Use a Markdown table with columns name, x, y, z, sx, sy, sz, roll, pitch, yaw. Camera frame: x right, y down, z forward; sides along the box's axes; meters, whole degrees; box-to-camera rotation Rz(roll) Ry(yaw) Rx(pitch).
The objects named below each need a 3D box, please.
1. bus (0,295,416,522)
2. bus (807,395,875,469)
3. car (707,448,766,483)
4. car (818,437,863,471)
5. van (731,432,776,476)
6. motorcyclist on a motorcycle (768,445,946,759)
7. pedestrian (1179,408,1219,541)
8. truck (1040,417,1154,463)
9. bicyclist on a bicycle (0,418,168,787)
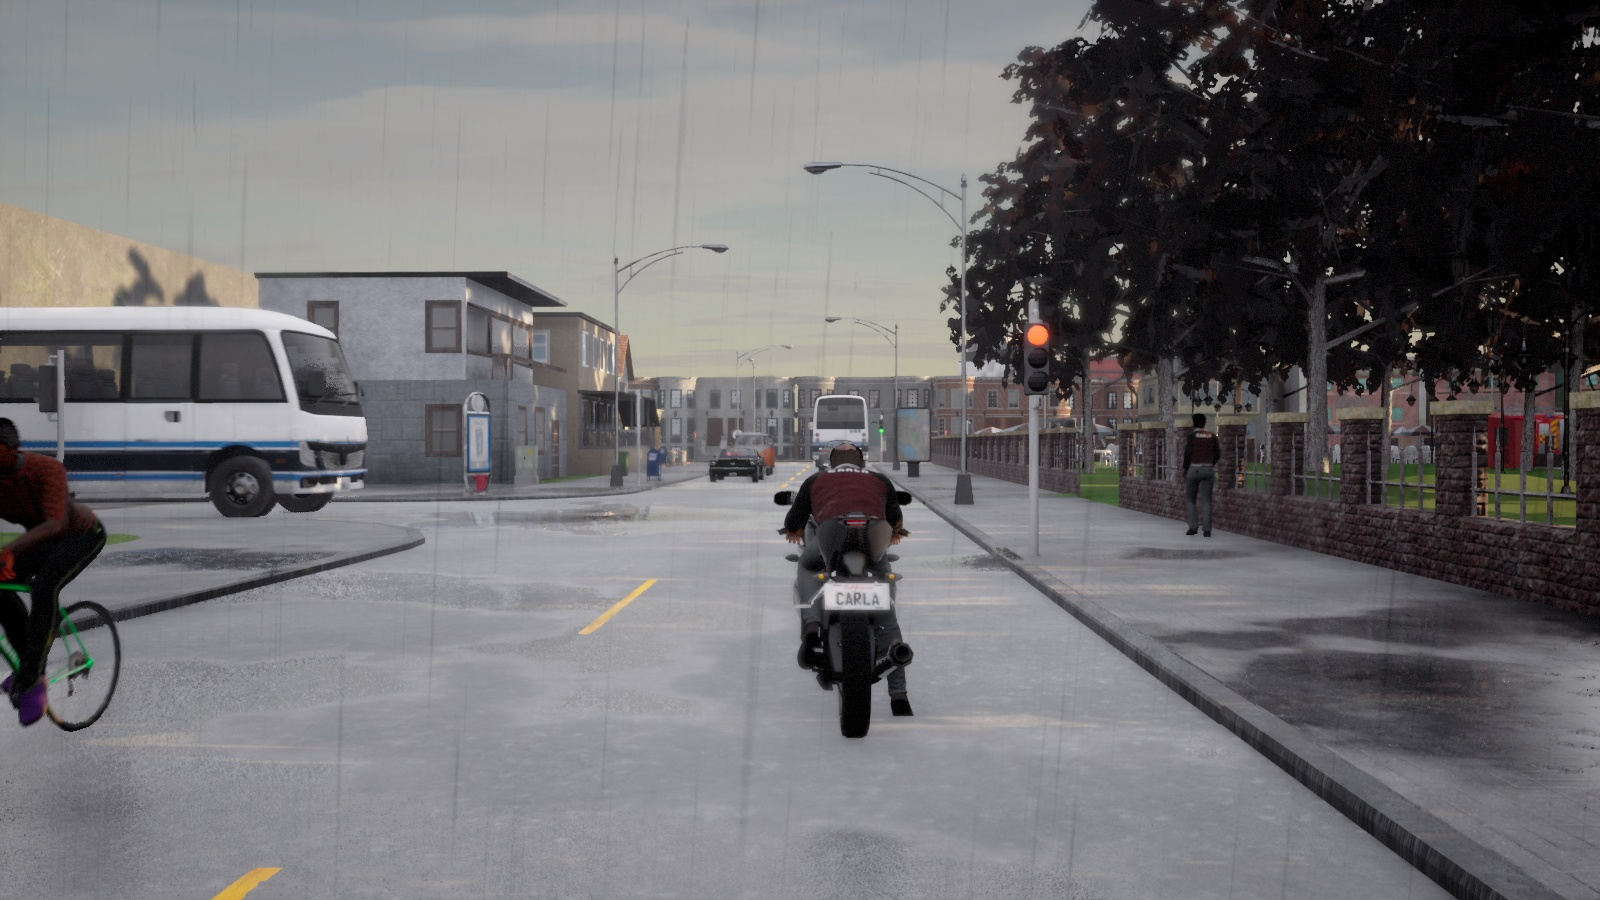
| name | x | y | z | sx | sy | sz | roll | pitch | yaw |
| --- | --- | --- | --- | --- | --- | --- | --- | --- | --- |
| bus | -13.614 | -0.786 | 25.696 | 10.273 | 4.253 | 3.944 | 0 | 0 | 2 |
| bus | 2.495 | -1.068 | 77.864 | 3.944 | 4.253 | 10.273 | 0 | 0 | 2 |
| car | -2.426 | 0.568 | 49.116 | 1.895 | 1.301 | 4.718 | 0 | 0 | 2 |
| car | 2.021 | 0.172 | 62.921 | 2.152 | 1.651 | 5.027 | 0 | 0 | 2 |
| van | -2.134 | 0.169 | 58.141 | 1.775 | 1.987 | 4.442 | 0 | 0 | 2 |
| motorcyclist on a motorcycle | 0.271 | 0.741 | 7.237 | 0.866 | 1.530 | 2.191 | 0 | 0 | 0 |
| pedestrian | 5.908 | 0.356 | 18.601 | 0.402 | 1.930 | 0.666 | 0 | 0 | 2 |
| truck | 22.212 | -0.750 | 94.248 | 7.936 | 3.462 | 2.891 | 0 | 0 | 2 |
| bicyclist on a bicycle | -3.778 | 0.662 | 6.027 | 0.582 | 1.620 | 1.656 | 0 | 1 | 3 |
